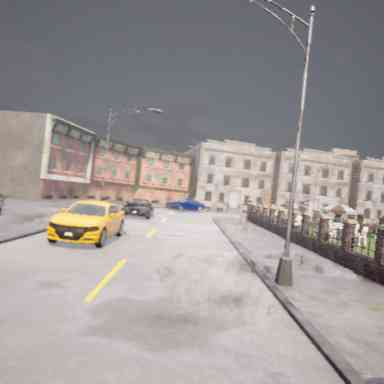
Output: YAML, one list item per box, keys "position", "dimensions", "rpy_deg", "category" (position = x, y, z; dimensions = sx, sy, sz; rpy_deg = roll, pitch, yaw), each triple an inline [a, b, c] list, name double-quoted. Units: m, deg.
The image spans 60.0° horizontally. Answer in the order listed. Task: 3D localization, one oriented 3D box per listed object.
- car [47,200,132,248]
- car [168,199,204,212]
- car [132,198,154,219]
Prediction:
- position: [-3.966, 1.097, 13.237]
  dimensions: [1.882, 1.535, 5.008]
  rpy_deg: [6, 0, 0]
  category: "car"
- position: [-0.684, 1.559, 40.820]
  dimensions: [5.008, 1.535, 1.882]
  rpy_deg: [7, -1, -42]
  category: "car"
- position: [-4.024, 1.223, 25.378]
  dimensions: [1.994, 1.385, 4.181]
  rpy_deg: [6, 0, 0]
  category: "car"
